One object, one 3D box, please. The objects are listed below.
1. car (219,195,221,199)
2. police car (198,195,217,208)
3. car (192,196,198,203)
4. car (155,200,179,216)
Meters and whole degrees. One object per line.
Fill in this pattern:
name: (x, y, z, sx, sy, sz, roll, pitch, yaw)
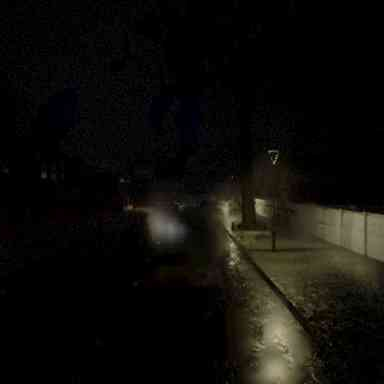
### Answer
car: (5.126, 1.444, 81.269, 2.128, 1.511, 4.902, 0, 0, 9)
police car: (2.236, 1.420, 47.192, 1.930, 1.638, 5.238, 0, 0, 4)
car: (1.207, 1.522, 72.577, 2.128, 1.511, 4.902, 0, 0, 7)
car: (-2.319, 1.487, 31.974, 2.128, 1.511, 4.902, 0, 0, 3)
